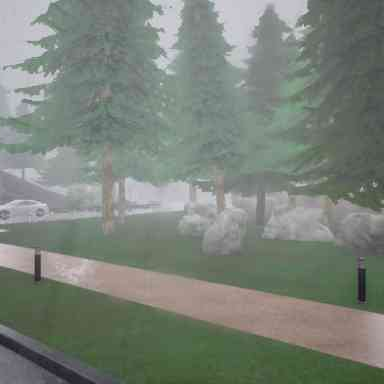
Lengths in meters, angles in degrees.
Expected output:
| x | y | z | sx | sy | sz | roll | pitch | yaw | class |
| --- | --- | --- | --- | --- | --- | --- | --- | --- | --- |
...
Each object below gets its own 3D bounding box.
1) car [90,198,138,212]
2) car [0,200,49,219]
| x | y | z | sx | sy | sz | roll | pitch | yaw | class |
| --- | --- | --- | --- | --- | --- | --- | --- | --- | --- |
| -8.201 | 1.385 | 35.671 | 2.033 | 1.411 | 5.357 | 0 | 0 | 36 | car |
| -14.179 | 1.363 | 27.340 | 1.812 | 1.442 | 4.674 | 0 | 0 | 35 | car |
